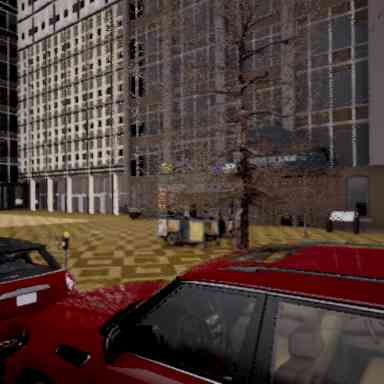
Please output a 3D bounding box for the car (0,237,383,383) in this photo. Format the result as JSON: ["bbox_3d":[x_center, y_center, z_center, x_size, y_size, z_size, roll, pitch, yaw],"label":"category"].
[{"bbox_3d":[0.724,1.316,2.368,5.009,1.841,2.192,0,0,35],"label":"car"}]
